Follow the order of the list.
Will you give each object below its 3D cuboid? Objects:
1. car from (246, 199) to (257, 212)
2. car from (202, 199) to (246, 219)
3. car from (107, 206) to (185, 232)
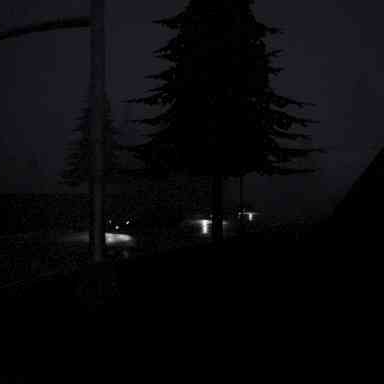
[{"bbox_3d":[6.507,1.547,38.959,2.033,1.411,5.357,0,0,16],"label":"car"},{"bbox_3d":[2.735,1.547,29.223,2.033,1.411,5.357,0,0,26],"label":"car"},{"bbox_3d":[-2.587,1.547,20.357,2.033,1.411,5.357,0,0,35],"label":"car"}]
